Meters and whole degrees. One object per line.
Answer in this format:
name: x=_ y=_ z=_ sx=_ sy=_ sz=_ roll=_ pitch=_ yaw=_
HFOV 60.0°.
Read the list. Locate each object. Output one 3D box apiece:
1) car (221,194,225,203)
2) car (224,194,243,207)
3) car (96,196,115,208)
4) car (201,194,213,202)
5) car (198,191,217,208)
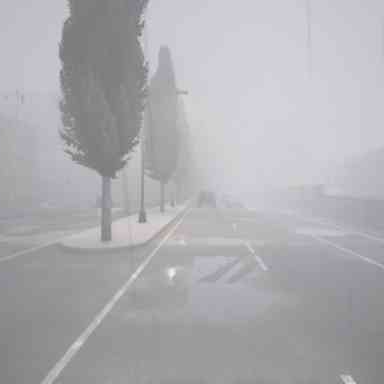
car: x=5.857 y=1.170 z=51.352 sx=1.895 sy=1.301 sz=4.718 roll=0 pitch=1 yaw=3
car: x=5.459 y=1.172 z=42.484 sx=1.812 sy=1.442 sz=4.674 roll=0 pitch=1 yaw=3
car: x=-10.279 y=1.123 z=39.375 sx=1.994 sy=1.385 sz=4.181 roll=1 pitch=2 yaw=-15
car: x=2.695 y=1.036 z=60.263 sx=1.994 sy=1.385 sz=4.181 roll=0 pitch=1 yaw=3
car: x=1.913 y=0.857 z=41.541 sx=2.150 sy=2.045 sz=5.566 roll=0 pitch=0 yaw=3
